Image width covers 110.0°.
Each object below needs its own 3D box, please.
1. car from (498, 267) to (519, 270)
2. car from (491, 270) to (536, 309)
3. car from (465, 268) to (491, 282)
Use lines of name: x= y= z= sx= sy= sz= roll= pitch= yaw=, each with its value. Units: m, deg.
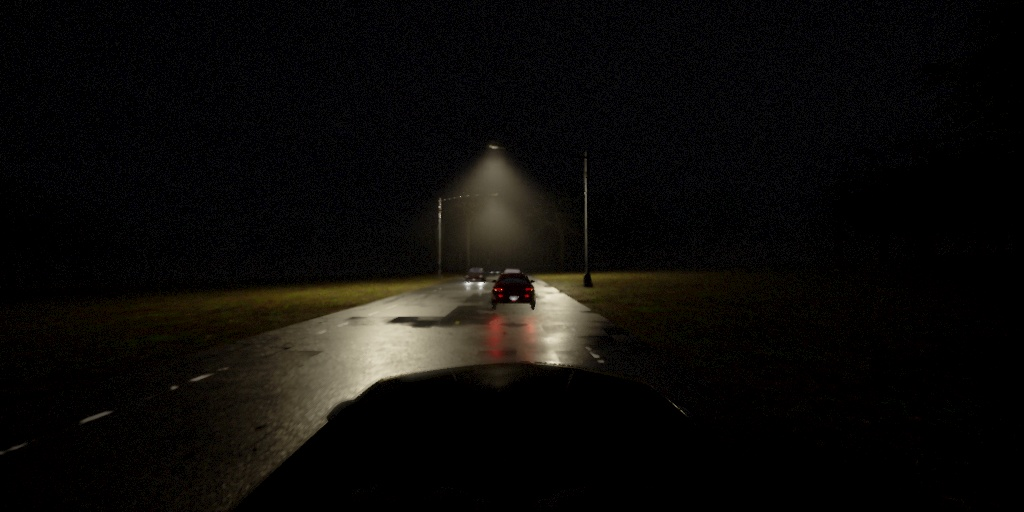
car: x=0.040 y=1.833 z=32.239 sx=2.033 sy=1.411 sz=5.357 roll=0 pitch=-1 yaw=0
car: x=0.067 y=1.516 z=16.313 sx=1.812 sy=1.442 sz=4.674 roll=0 pitch=-1 yaw=0
car: x=-3.664 y=1.925 z=37.096 sx=2.033 sy=1.411 sz=5.357 roll=0 pitch=-1 yaw=0
